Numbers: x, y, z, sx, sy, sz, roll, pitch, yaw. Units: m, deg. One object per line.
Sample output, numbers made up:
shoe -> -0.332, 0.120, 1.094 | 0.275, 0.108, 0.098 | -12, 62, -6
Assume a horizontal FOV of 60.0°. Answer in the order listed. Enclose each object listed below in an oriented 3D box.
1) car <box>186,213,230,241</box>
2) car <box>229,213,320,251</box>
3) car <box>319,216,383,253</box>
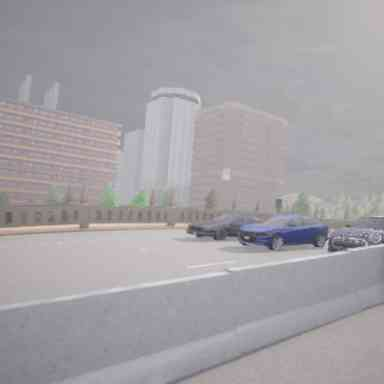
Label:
car -> 2.327, 1.884, 18.476 | 5.357, 1.411, 2.033 | 4, -2, -35
car -> 4.389, 1.816, 15.647 | 5.008, 1.535, 1.882 | 4, -2, -35
car -> 7.640, 1.773, 13.651 | 4.553, 1.767, 2.097 | 4, -2, -35
